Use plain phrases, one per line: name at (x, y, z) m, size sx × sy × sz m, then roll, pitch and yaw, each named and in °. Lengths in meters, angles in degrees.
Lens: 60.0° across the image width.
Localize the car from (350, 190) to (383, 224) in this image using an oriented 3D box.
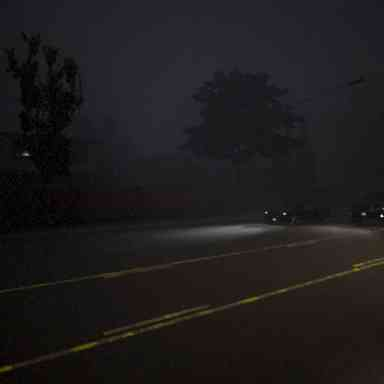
car at (12.437, 0.914, 21.345) m, size 5.566 × 2.045 × 2.150 m, roll -1°, pitch 0°, yaw -35°

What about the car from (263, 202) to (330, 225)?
car at (6.877, 1.360, 21.731) m, size 4.718 × 1.301 × 1.895 m, roll -1°, pitch 1°, yaw -35°
